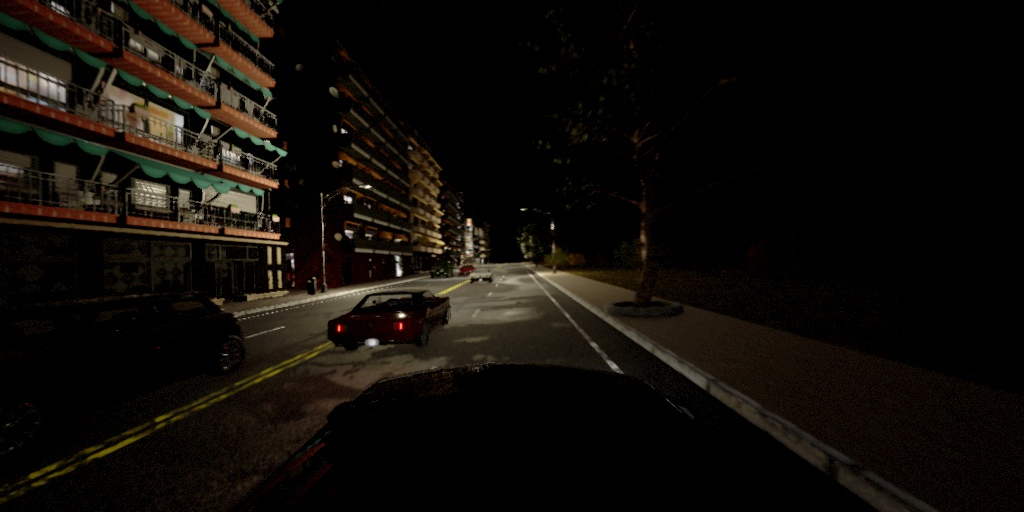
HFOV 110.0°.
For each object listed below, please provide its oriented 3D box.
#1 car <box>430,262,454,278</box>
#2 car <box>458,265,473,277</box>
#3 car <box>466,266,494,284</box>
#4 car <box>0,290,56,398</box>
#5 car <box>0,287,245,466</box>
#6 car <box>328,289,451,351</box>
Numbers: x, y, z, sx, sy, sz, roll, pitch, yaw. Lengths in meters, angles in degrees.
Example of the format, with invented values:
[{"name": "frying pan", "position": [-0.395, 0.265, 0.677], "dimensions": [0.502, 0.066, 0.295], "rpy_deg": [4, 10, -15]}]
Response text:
[{"name": "car", "position": [-9.151, 1.804, 47.177], "dimensions": [2.150, 2.045, 5.566], "rpy_deg": [-2, -1, 1]}, {"name": "car", "position": [-5.886, 1.924, 47.629], "dimensions": [1.882, 1.535, 5.008], "rpy_deg": [-2, -1, 1]}, {"name": "car", "position": [-2.657, 1.766, 32.772], "dimensions": [1.895, 1.301, 4.718], "rpy_deg": [-2, -1, 1]}, {"name": "car", "position": [-9.717, 1.545, 4.510], "dimensions": [2.097, 1.767, 4.553], "rpy_deg": [-2, -1, 1]}, {"name": "car", "position": [-6.461, 1.413, 5.282], "dimensions": [2.097, 1.767, 4.553], "rpy_deg": [-2, -1, 1]}, {"name": "car", "position": [-2.945, 1.556, 9.810], "dimensions": [1.895, 1.301, 4.718], "rpy_deg": [-2, -1, 1]}]
